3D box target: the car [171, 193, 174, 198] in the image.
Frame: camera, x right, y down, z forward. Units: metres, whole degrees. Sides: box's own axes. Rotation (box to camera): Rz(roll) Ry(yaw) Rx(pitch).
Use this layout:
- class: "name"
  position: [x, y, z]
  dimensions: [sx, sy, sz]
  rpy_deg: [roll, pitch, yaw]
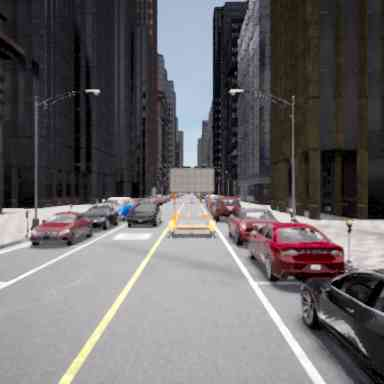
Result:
- class: "car"
  position: [-5.773, 1.555, 77.061]
  dimensions: [1.802, 1.307, 4.206]
  rpy_deg: [0, 0, 0]

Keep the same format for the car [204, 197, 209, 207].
- class: "car"
  position: [2.757, 1.532, 37.750]
  dimensions: [2.008, 1.369, 4.403]
  rpy_deg: [0, 0, 0]

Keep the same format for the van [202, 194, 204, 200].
- class: "van"
  position: [2.756, 1.319, 48.988]
  dimensions: [1.690, 1.788, 3.998]
  rpy_deg: [0, 0, 0]

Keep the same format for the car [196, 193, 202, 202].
- class: "car"
  position: [2.752, 1.288, 77.082]
  dimensions: [2.192, 1.841, 5.009]
  rpy_deg: [0, 0, 0]

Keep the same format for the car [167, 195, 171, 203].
- class: "car"
  position: [-5.771, 1.519, 65.824]
  dimensions: [1.887, 1.381, 4.507]
  rpy_deg: [0, 0, 0]

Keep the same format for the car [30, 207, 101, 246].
- class: "car"
  position: [-5.765, 1.574, 15.259]
  dimensions: [1.802, 1.307, 4.206]
  rpy_deg: [0, 0, 0]

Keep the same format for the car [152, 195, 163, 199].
- class: "car"
  position: [-5.769, 1.560, 48.969]
  dimensions: [1.802, 1.307, 4.206]
  rpy_deg: [0, 0, 0]

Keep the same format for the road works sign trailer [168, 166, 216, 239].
- class: "road works sign trailer"
  position: [-0.002, 0.455, 17.335]
  dimensions: [2.380, 3.560, 2.880]
  rpy_deg: [0, 0, 0]

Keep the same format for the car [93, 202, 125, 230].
- class: "car"
  position: [-5.765, 1.555, 20.877]
  dimensions: [1.947, 1.339, 4.313]
  rpy_deg: [0, 0, 0]

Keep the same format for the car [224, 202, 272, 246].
- class: "car"
  position: [2.760, 1.432, 15.275]
  dimensions: [1.967, 1.590, 4.097]
  rpy_deg: [0, 0, 0]

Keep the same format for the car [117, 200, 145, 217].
- class: "car"
  position: [-5.767, 1.529, 32.114]
  dimensions: [1.887, 1.381, 4.507]
  rpy_deg: [0, 0, 0]

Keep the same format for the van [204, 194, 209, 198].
- class: "van"
  position: [2.757, 1.320, 43.369]
  dimensions: [1.690, 1.788, 3.998]
  rpy_deg: [0, 0, 0]

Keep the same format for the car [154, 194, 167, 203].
- class: "car"
  position: [-5.770, 1.291, 54.587]
  dimensions: [2.192, 1.841, 5.009]
  rpy_deg: [0, 0, 0]

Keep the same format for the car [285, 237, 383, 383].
- class: "car"
  position: [2.762, 1.564, 4.038]
  dimensions: [1.947, 1.339, 4.313]
  rpy_deg: [0, 0, 0]

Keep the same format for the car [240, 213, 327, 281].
- class: "car"
  position: [2.761, 1.540, 9.656]
  dimensions: [1.887, 1.381, 4.507]
  rpy_deg: [0, 0, 0]

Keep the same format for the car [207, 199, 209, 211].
- class: "car"
  position: [2.758, 1.550, 32.132]
  dimensions: [1.947, 1.339, 4.313]
  rpy_deg: [0, 0, 0]

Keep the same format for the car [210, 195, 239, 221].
- class: "car"
  position: [2.759, 1.301, 26.512]
  dimensions: [2.192, 1.841, 5.009]
  rpy_deg: [0, 0, 0]

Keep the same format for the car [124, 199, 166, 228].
- class: "car"
  position: [-3.103, 1.466, 22.533]
  dimensions: [1.882, 1.535, 5.008]
  rpy_deg: [0, 0, 0]

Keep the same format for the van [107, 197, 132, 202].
- class: "van"
  position: [-5.766, 1.328, 26.495]
  dimensions: [1.690, 1.788, 3.998]
  rpy_deg: [0, 0, 0]

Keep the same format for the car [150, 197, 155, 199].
- class: "car"
  position: [-5.768, 1.547, 37.733]
  dimensions: [1.947, 1.339, 4.313]
  rpy_deg: [0, 0, 0]
